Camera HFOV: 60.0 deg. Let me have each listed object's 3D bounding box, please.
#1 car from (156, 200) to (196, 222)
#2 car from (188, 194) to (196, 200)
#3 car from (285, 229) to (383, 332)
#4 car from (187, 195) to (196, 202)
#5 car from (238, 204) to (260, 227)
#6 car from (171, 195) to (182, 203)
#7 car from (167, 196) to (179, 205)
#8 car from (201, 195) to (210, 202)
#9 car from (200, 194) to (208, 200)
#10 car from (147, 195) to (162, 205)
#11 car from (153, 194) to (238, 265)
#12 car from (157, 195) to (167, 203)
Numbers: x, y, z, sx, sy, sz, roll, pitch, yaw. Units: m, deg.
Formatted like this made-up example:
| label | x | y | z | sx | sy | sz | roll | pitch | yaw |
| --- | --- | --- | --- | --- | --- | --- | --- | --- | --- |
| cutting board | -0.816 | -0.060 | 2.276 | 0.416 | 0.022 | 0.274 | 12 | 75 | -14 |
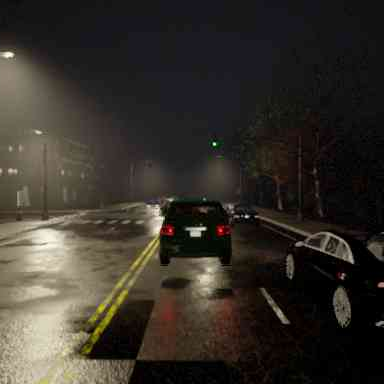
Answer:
| label | x | y | z | sx | sy | sz | roll | pitch | yaw |
| --- | --- | --- | --- | --- | --- | --- | --- | --- | --- |
| car | -1.444 | 1.513 | 28.026 | 1.837 | 1.490 | 4.892 | 1 | 0 | -21 |
| car | -0.042 | 1.377 | 90.088 | 2.033 | 1.411 | 5.357 | 0 | 0 | 0 |
| car | 3.345 | 1.494 | 6.814 | 2.128 | 1.511 | 4.902 | 0 | 0 | 0 |
| car | -0.038 | 1.523 | 79.669 | 2.128 | 1.511 | 4.902 | 0 | 0 | 0 |
| car | 3.339 | 1.553 | 22.790 | 2.033 | 1.411 | 5.357 | 0 | 0 | 0 |
| car | -3.283 | 1.532 | 72.882 | 2.128 | 1.511 | 4.902 | 0 | 0 | 0 |
| car | -3.327 | 1.532 | 57.862 | 1.812 | 1.442 | 4.674 | 0 | 0 | 1 |
| car | 3.212 | 1.476 | 79.671 | 1.882 | 1.535 | 5.008 | 0 | 0 | 0 |
| car | 3.208 | 1.377 | 90.089 | 2.033 | 1.411 | 5.357 | 0 | 0 | 0 |
| car | -6.577 | 1.532 | 57.788 | 1.812 | 1.442 | 4.674 | 0 | 0 | 1 |
| car | 0.095 | 1.225 | 11.750 | 2.150 | 2.045 | 5.566 | 0 | 0 | 0 |
| car | -6.533 | 1.484 | 72.714 | 1.882 | 1.535 | 5.008 | 0 | 0 | 0 |
